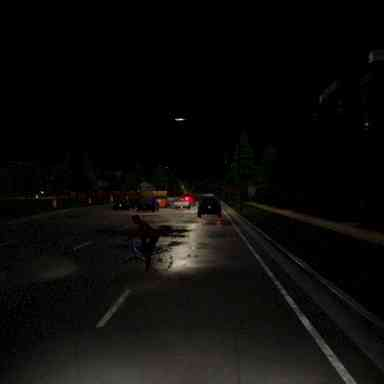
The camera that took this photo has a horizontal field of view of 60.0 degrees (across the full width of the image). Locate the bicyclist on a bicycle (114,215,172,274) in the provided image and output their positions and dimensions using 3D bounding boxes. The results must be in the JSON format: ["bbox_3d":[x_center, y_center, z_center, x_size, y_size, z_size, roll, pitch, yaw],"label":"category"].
[{"bbox_3d":[-1.383,1.453,9.295,1.656,1.620,0.582,-2,0,3],"label":"bicyclist on a bicycle"}]

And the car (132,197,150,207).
[{"bbox_3d":[-7.824,1.525,51.126,1.812,1.442,4.674,0,0,3],"label":"car"}]

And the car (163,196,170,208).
[{"bbox_3d":[-4.489,1.352,48.860,2.097,1.767,4.553,0,0,4],"label":"car"}]

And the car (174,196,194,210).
[{"bbox_3d":[-1.189,1.601,43.986,1.895,1.301,4.718,0,0,3],"label":"car"}]

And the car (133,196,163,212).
[{"bbox_3d":[-5.001,1.478,38.530,1.882,1.535,5.008,0,0,4],"label":"car"}]

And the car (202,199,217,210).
[{"bbox_3d":[2.295,1.601,43.745,1.895,1.301,4.718,0,0,3],"label":"car"}]

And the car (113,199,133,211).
[{"bbox_3d":[-8.343,1.564,41.224,1.994,1.385,4.181,0,0,3],"label":"car"}]

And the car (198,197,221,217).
[{"bbox_3d":[1.655,1.352,31.349,2.097,1.767,4.553,0,0,3],"label":"car"}]

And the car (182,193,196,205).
[{"bbox_3d":[-0.671,1.221,54.010,2.150,2.045,5.566,0,0,3],"label":"car"}]
